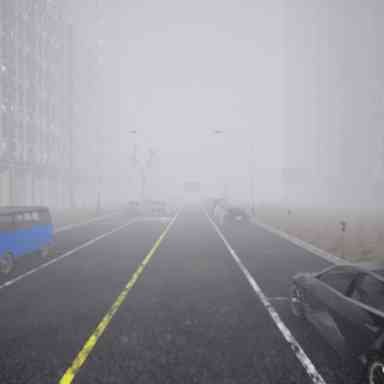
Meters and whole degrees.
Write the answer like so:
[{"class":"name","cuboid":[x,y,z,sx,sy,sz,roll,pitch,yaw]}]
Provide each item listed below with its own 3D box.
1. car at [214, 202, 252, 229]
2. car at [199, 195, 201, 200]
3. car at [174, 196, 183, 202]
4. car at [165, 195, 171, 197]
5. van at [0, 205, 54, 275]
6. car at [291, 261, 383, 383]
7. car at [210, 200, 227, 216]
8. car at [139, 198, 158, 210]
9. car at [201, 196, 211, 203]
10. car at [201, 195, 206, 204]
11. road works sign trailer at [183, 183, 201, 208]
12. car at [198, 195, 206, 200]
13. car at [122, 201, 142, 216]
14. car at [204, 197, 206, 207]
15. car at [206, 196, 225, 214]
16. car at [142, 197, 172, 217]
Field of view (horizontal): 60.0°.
[{"class":"car","cuboid":[2.689,1.545,21.338,1.947,1.339,4.313,-1,0,0]},{"class":"car","cuboid":[2.701,1.478,60.837,1.887,1.381,4.507,-1,0,0]},{"class":"car","cuboid":[-2.979,1.511,71.934,1.895,1.301,4.718,0,0,0]},{"class":"car","cuboid":[-5.674,1.462,77.757,2.008,1.369,4.403,-1,0,0]},{"class":"van","cuboid":[-5.698,1.332,10.061,1.690,1.788,3.998,-1,0,0]},{"class":"car","cuboid":[2.684,1.562,4.409,1.947,1.339,4.313,-1,0,0]},{"class":"car","cuboid":[2.691,1.554,26.980,1.802,1.307,4.206,-1,0,0]},{"class":"car","cuboid":[-5.685,1.520,43.909,1.947,1.339,4.313,-1,0,0]},{"class":"car","cuboid":[2.703,1.451,66.649,1.752,1.417,4.829,-1,0,0]},{"class":"car","cuboid":[2.698,1.513,49.551,1.947,1.339,4.313,-1,0,0]},{"class":"road works sign trailer","cuboid":[0.015,0.416,45.815,2.380,3.560,2.880,0,0,0]},{"class":"car","cuboid":[2.710,1.440,89.051,1.887,1.381,4.507,-1,0,0]},{"class":"car","cuboid":[-5.688,1.548,32.626,1.802,1.307,4.206,-1,0,0]},{"class":"car","cuboid":[2.694,1.526,38.265,1.947,1.339,4.313,-1,0,0]},{"class":"car","cuboid":[2.691,1.406,32.623,1.967,1.590,4.097,-1,0,0]},{"class":"car","cuboid":[-3.088,1.515,31.635,2.033,1.411,5.357,0,0,0]}]
